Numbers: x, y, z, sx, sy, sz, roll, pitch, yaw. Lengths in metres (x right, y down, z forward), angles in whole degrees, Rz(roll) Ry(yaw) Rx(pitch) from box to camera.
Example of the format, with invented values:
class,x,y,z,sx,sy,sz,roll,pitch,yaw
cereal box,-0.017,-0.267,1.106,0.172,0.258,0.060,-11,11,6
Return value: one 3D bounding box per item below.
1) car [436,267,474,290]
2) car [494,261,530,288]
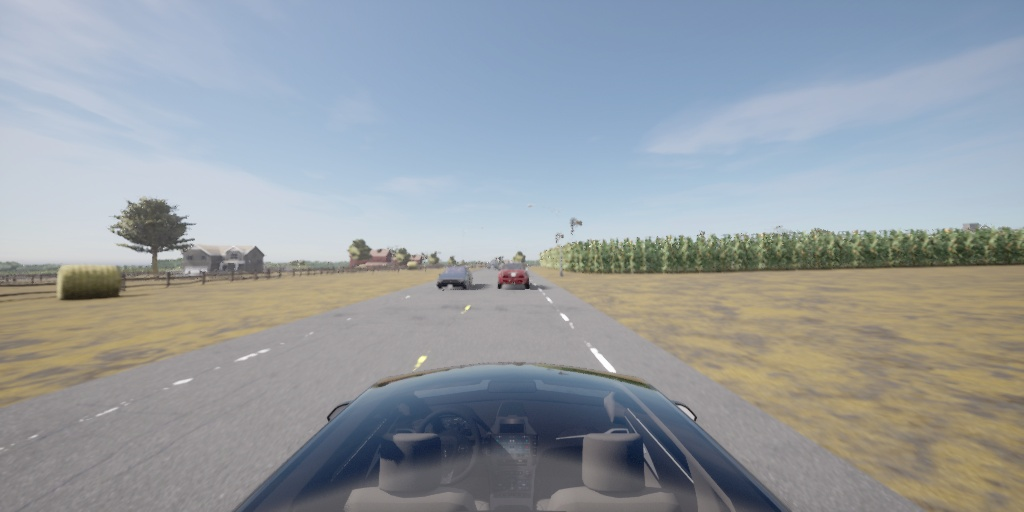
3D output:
class,x,y,z,sx,sy,sz,roll,pitch,yaw
car,-3.607,1.400,23.608,2.033,1.411,5.357,0,0,0
car,0.093,1.214,24.774,2.097,1.767,4.553,0,0,0
